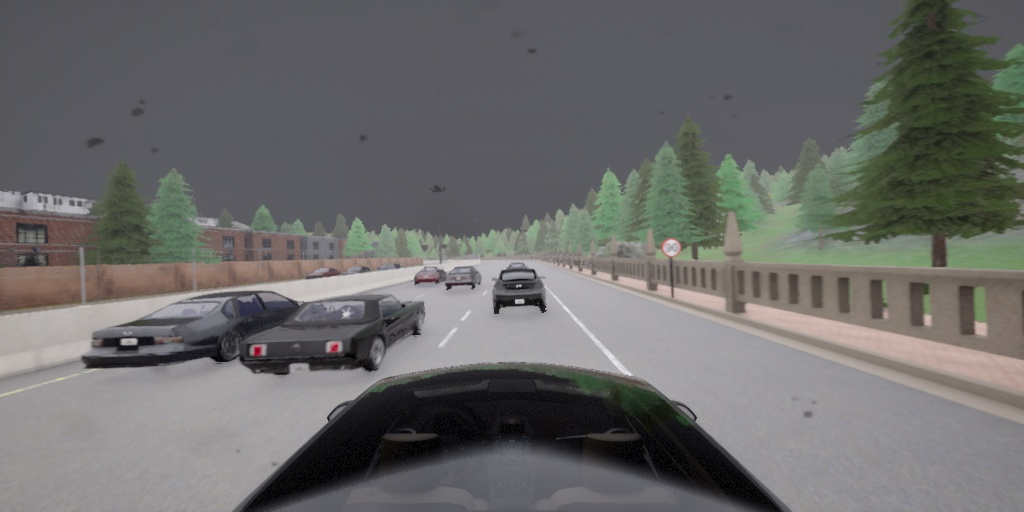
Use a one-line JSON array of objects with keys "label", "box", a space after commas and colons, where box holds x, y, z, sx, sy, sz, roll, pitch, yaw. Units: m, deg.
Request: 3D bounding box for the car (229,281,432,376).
[{"label": "car", "box": [-3.318, 1.477, 7.874, 1.895, 1.301, 4.718, -2, 0, 1]}]

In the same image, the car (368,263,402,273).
[{"label": "car", "box": [-13.603, 1.593, 39.667, 2.097, 1.767, 4.553, -2, 0, 1]}]

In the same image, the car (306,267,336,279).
[{"label": "car", "box": [-20.594, 2.017, 39.516, 1.882, 1.535, 5.008, -2, 0, 1]}]

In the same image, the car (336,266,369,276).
[{"label": "car", "box": [-17.092, 1.896, 39.751, 1.837, 1.490, 4.892, -2, 0, 1]}]

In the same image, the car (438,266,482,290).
[{"label": "car", "box": [-3.136, 1.379, 23.832, 2.033, 1.411, 5.357, -2, 0, 1]}]

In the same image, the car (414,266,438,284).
[{"label": "car", "box": [-6.546, 1.528, 29.304, 1.994, 1.385, 4.181, -2, 0, 1]}]

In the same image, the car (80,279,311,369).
[{"label": "car", "box": [-6.801, 1.570, 8.920, 2.033, 1.411, 5.357, -2, 0, 1]}]

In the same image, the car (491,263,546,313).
[{"label": "car", "box": [0.267, 1.214, 13.934, 1.837, 1.490, 4.892, -2, 0, 1]}]
